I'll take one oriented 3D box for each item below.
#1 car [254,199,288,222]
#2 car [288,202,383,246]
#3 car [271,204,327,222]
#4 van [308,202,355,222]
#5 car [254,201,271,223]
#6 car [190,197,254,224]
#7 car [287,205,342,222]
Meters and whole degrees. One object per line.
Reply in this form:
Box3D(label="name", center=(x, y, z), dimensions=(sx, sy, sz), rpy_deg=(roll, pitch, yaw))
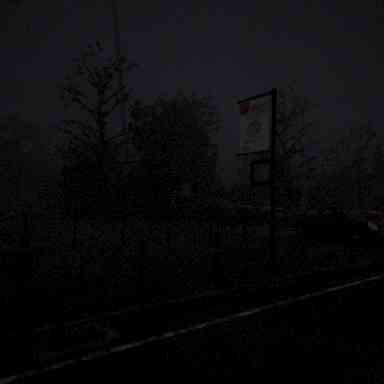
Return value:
Box3D(label="car", center=(6.466, 1.667, 30.895), dimensions=(2.435, 2.045, 5.566), rpy_deg=(2, -1, -36))
Box3D(label="car", center=(7.472, 1.541, 16.533), dimensions=(2.185, 1.767, 4.553), rpy_deg=(2, -1, -36))
Box3D(label="car", center=(10.969, 2.141, 34.401), dimensions=(1.946, 1.575, 5.366), rpy_deg=(3, -2, -36))
Box3D(label="van", center=(15.577, 2.161, 37.346), dimensions=(1.878, 1.987, 4.442), rpy_deg=(3, -2, -36))
Box3D(label="car", center=(4.188, 1.824, 29.267), dimensions=(2.231, 1.521, 4.892), rpy_deg=(2, -1, -36))
Box3D(label="car", center=(2.050, 1.484, 27.685), dimensions=(2.435, 2.045, 5.566), rpy_deg=(2, -1, -36))
Box3D(label="car", center=(13.127, 2.256, 35.954), dimensions=(1.946, 1.575, 5.366), rpy_deg=(3, -2, -36))
